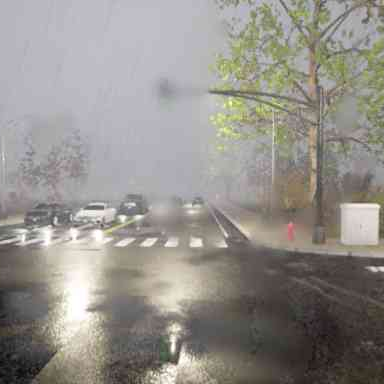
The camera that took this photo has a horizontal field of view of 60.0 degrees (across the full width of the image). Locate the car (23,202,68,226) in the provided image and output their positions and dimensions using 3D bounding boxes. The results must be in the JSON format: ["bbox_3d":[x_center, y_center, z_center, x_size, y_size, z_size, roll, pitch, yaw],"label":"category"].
[{"bbox_3d":[-9.601,1.442,22.653,1.837,1.490,4.892,0,0,-1],"label":"car"}]

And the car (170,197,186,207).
[{"bbox_3d":[-2.302,1.447,51.303,1.882,1.535,5.008,0,0,1],"label":"car"}]

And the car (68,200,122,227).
[{"bbox_3d":[-6.333,1.473,22.284,1.812,1.442,4.674,0,0,2],"label":"car"}]

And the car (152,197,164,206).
[{"bbox_3d":[-5.570,1.523,52.457,1.994,1.385,4.181,0,0,2],"label":"car"}]

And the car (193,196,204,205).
[{"bbox_3d":[1.194,1.483,61.643,1.837,1.490,4.892,0,0,1],"label":"car"}]

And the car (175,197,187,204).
[{"bbox_3d":[-2.055,1.568,61.749,1.895,1.301,4.718,0,0,1],"label":"car"}]

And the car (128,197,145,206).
[{"bbox_3d":[-8.798,1.512,53.177,1.994,1.385,4.181,0,0,2],"label":"car"}]

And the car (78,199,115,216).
[{"bbox_3d":[-9.322,1.490,33.046,2.033,1.411,5.357,0,0,2],"label":"car"}]

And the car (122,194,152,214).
[{"bbox_3d":[-6.011,1.179,35.224,2.150,2.045,5.566,0,0,2],"label":"car"}]

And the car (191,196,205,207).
[{"bbox_3d":[0.947,1.485,51.226,1.837,1.490,4.892,0,0,1],"label":"car"}]
